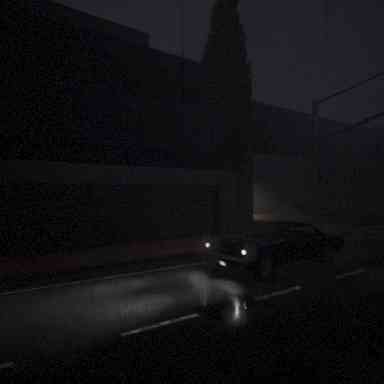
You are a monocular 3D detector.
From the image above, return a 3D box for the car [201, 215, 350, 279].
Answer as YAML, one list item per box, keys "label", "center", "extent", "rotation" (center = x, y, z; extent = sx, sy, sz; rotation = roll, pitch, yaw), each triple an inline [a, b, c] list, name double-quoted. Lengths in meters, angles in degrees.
- label: "car"
  center: [2.604, 1.601, 10.218]
  extent: [4.718, 1.301, 1.895]
  rotation: [0, 0, -36]

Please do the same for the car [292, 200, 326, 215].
- label: "car"
  center: [11.525, 1.492, 30.365]
  extent: [2.128, 1.511, 4.902]
  rotation: [0, 0, -37]

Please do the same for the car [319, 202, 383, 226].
- label: "car"
  center: [11.986, 1.601, 23.921]
  extent: [1.895, 1.301, 4.718]
  rotation: [0, 0, -37]
